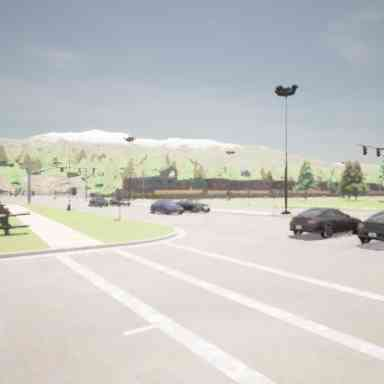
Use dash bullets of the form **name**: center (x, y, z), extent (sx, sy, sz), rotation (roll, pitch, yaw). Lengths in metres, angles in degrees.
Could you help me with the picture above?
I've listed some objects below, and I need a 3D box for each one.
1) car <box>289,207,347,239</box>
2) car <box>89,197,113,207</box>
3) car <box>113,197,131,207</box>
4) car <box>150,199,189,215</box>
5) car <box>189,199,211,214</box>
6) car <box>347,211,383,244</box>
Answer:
- **car**: center (7.006, 1.533, 17.355), extent (4.674, 1.442, 1.812), rotation (0, 0, -36)
- **car**: center (-14.045, 1.517, 50.213), extent (1.837, 1.490, 4.892), rotation (0, 0, -35)
- **car**: center (-11.307, 1.502, 52.407), extent (2.128, 1.511, 4.902), rotation (0, 0, -35)
- **car**: center (-2.633, 1.535, 33.845), extent (1.812, 1.442, 4.674), rotation (0, 1, -36)
- **car**: center (0.078, 1.498, 36.044), extent (2.128, 1.511, 4.902), rotation (0, 0, -35)
- **car**: center (9.008, 1.534, 14.474), extent (4.674, 1.442, 1.812), rotation (0, 0, -35)
